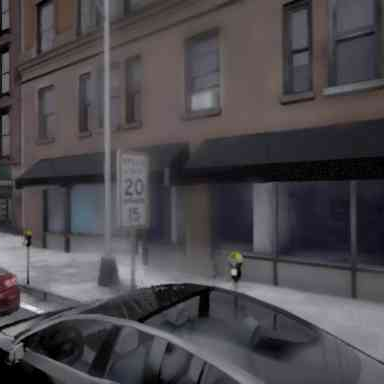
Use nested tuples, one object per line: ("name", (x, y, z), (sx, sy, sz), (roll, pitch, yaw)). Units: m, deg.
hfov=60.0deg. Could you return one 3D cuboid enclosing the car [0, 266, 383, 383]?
("car", (-0.446, 1.586, 3.128), (4.313, 1.339, 1.947), (-1, 0, 35))
